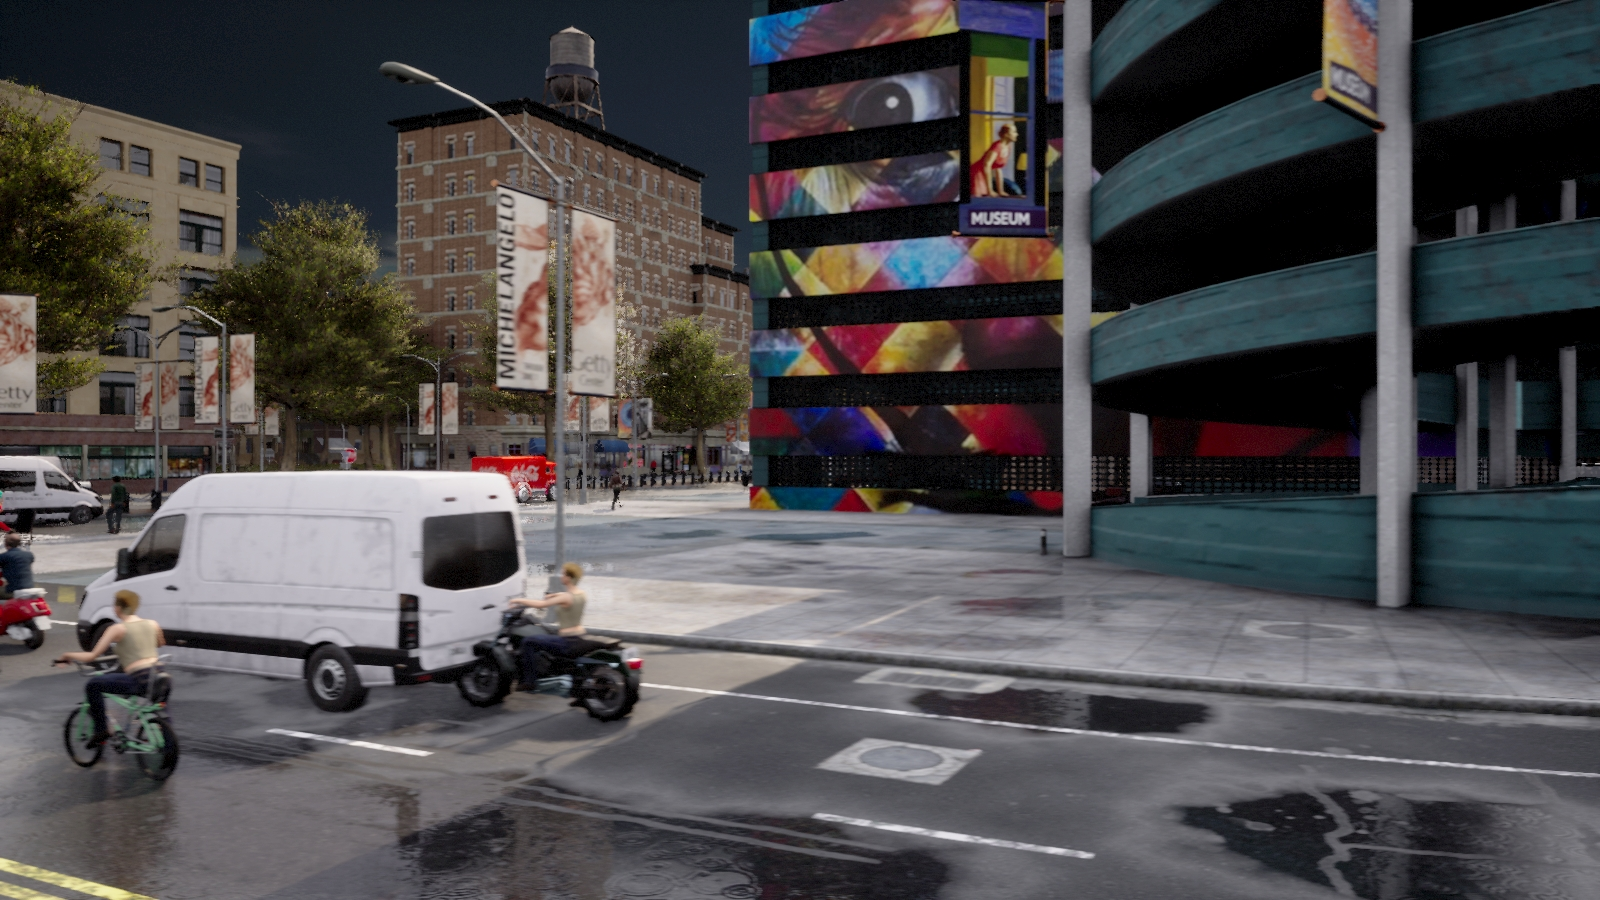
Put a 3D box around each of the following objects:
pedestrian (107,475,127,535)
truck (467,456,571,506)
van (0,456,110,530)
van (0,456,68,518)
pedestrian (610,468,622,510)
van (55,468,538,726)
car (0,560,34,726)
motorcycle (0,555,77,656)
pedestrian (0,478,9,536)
[{"bbox_3d":[-21.209,1.700,35.473,0.375,1.860,0.375,0,0,25],"label":"pedestrian"},{"bbox_3d":[-14.846,1.577,60.743,2.627,2.467,5.204,0,0,27],"label":"truck"},{"bbox_3d":[-28.533,1.539,41.322,1.988,2.561,5.915,0,0,30],"label":"van"},{"bbox_3d":[-34.061,1.540,47.522,1.988,2.561,5.915,0,0,26],"label":"van"},{"bbox_3d":[-8.057,1.706,50.042,0.375,1.860,0.375,0,0,26],"label":"pedestrian"},{"bbox_3d":[-6.182,1.536,13.847,5.915,2.561,1.988,0,0,25],"label":"van"},{"bbox_3d":[-10.789,1.983,12.075,5.238,1.638,2.097,0,0,26],"label":"car"},{"bbox_3d":[-11.331,2.184,16.334,1.805,1.236,0.856,0,0,26],"label":"motorcycle"},{"bbox_3d":[-25.924,1.853,37.007,0.375,1.860,0.375,0,0,-10],"label":"pedestrian"}]
